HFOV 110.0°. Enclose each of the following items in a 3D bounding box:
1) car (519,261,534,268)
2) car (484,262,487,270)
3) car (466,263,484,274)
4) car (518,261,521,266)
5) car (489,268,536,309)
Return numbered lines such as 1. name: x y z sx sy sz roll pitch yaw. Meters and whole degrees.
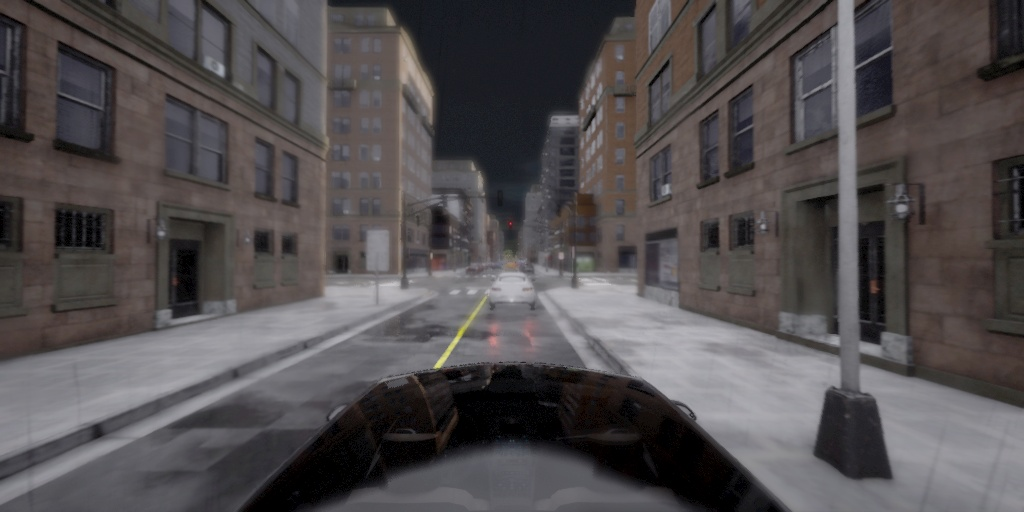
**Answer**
1. car: 2.352 1.881 52.544 1.948 1.339 4.313 0 0 0
2. car: -5.665 1.822 58.067 1.967 1.591 4.097 0 0 0
3. car: -5.673 1.756 52.557 1.967 1.591 4.097 0 0 0
4. car: 2.368 2.031 63.566 1.802 1.307 4.207 0 0 0
5. car: 0.061 1.420 15.730 1.812 1.442 4.674 0 0 2
